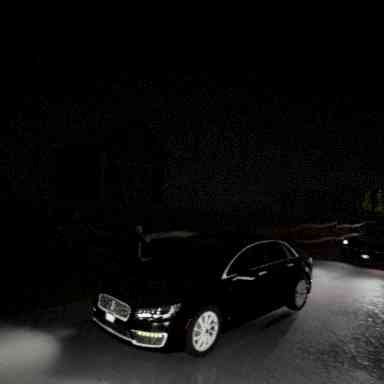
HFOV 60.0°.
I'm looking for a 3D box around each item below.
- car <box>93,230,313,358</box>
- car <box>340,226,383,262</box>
[{"bbox_3d":[0.582,1.535,6.232,1.837,1.490,4.892,3,0,44],"label":"car"},{"bbox_3d":[7.677,2.040,13.194,4.718,1.301,1.895,3,0,-44],"label":"car"}]
